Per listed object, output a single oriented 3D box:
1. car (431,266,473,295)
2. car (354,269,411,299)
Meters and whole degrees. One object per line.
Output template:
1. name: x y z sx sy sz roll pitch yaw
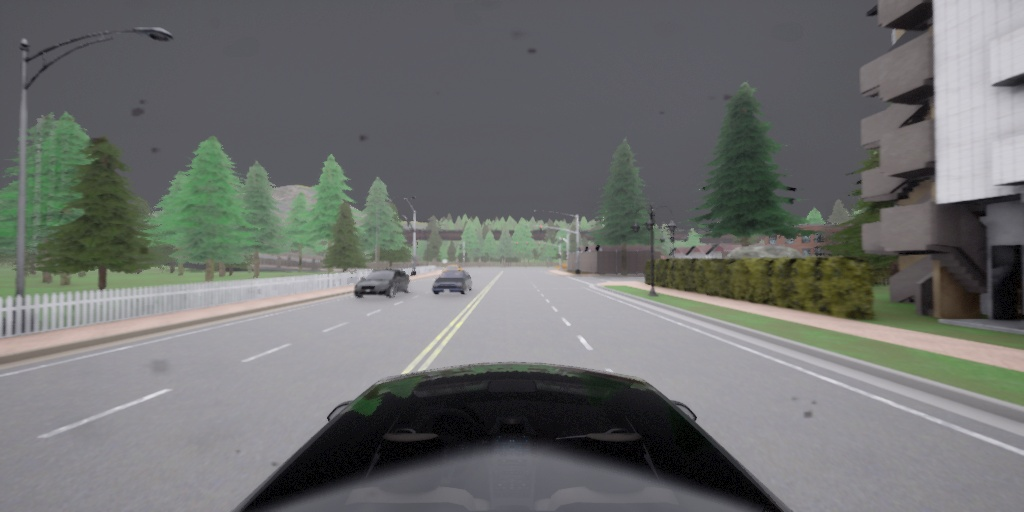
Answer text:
1. car: -3.527 1.567 22.186 2.033 1.411 5.357 0 -1 0
2. car: -7.049 1.496 20.001 1.837 1.490 4.892 0 -1 1
